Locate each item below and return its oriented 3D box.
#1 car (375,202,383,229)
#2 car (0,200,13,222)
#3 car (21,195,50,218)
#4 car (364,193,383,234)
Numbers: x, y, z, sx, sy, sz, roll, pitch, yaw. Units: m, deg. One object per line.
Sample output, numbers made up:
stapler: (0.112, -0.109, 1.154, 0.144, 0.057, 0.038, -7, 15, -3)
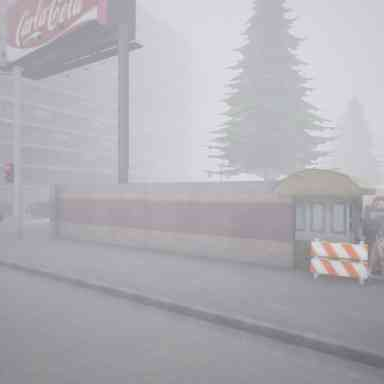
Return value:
car: (12.711, 1.338, 18.617, 4.193, 1.474, 1.816, 0, 0, 35)
car: (-14.635, 1.483, 21.243, 2.128, 1.511, 4.902, 0, 0, 35)
car: (-12.365, 1.213, 30.839, 2.150, 2.045, 5.566, 0, 0, 35)
car: (10.768, 1.148, 16.564, 3.866, 1.878, 1.905, 0, 0, 35)
